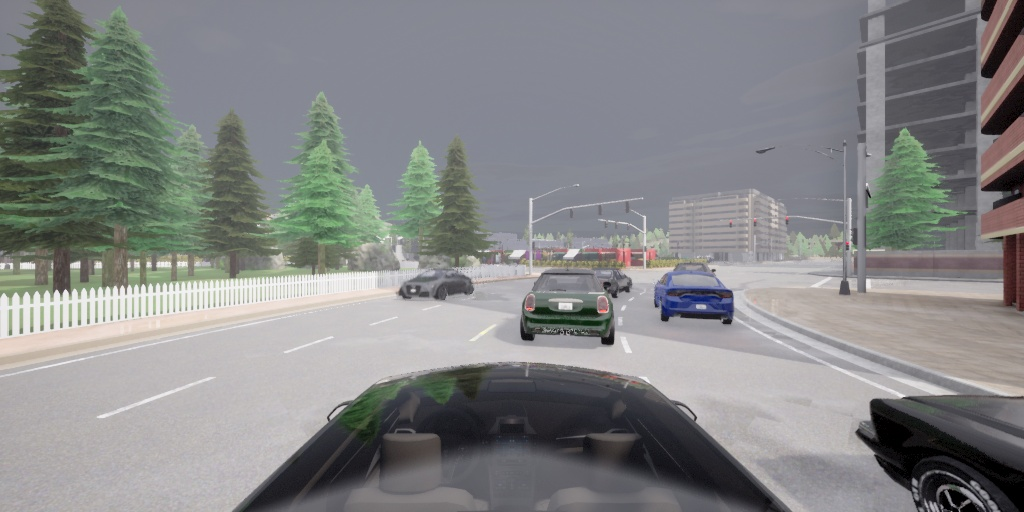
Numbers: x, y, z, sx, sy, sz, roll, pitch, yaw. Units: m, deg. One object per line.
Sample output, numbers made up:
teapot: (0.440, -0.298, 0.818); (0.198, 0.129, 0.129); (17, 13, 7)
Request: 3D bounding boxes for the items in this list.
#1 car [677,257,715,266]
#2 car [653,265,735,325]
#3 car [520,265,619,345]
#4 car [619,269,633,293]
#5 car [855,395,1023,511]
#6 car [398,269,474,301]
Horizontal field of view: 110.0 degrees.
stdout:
car: (10.247, 1.109, 20.234); (2.097, 1.767, 4.553); (0, 0, 32)
car: (5.909, 1.231, 12.091); (1.882, 1.535, 5.008); (0, 0, 18)
car: (1.615, 1.104, 9.817); (2.097, 1.767, 4.553); (0, 0, 13)
car: (4.863, 1.302, 18.570); (2.033, 1.411, 5.357); (0, 0, 29)
car: (3.801, 1.351, 0.805); (1.895, 1.301, 4.718); (0, 0, 0)
car: (-3.529, 1.317, 17.338); (1.994, 1.385, 4.181); (0, 0, 22)
